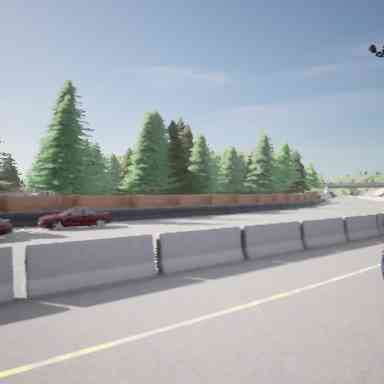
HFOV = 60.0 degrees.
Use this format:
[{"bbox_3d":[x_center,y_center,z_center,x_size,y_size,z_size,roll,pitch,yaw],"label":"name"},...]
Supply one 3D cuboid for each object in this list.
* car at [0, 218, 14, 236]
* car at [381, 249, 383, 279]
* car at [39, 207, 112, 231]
[{"bbox_3d":[-11.819,1.848,17.094,4.674,1.442,1.812,0,-1,-35],"label":"car"},{"bbox_3d":[6.555,1.587,8.626,4.674,1.442,1.812,0,-1,-39],"label":"car"},{"bbox_3d":[-8.326,1.859,23.958,5.008,1.535,1.882,0,-1,-37],"label":"car"}]
